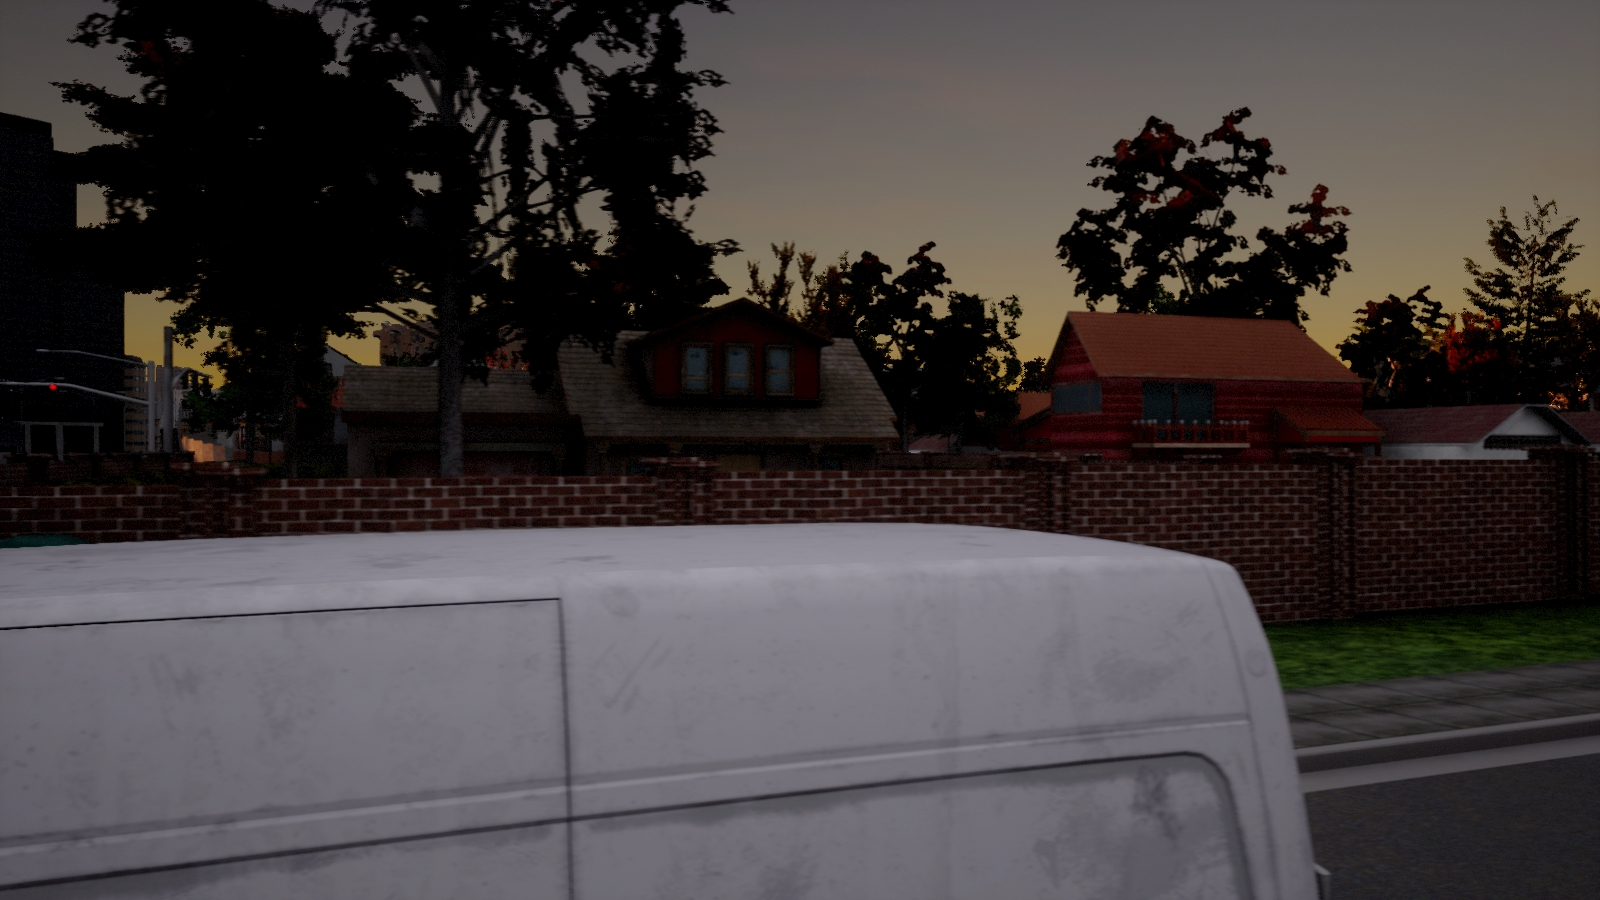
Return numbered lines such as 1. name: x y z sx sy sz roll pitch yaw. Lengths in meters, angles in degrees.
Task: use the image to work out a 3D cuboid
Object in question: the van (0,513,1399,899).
1. van: -1.673 1.534 2.684 5.915 2.561 1.988 0 0 -20
